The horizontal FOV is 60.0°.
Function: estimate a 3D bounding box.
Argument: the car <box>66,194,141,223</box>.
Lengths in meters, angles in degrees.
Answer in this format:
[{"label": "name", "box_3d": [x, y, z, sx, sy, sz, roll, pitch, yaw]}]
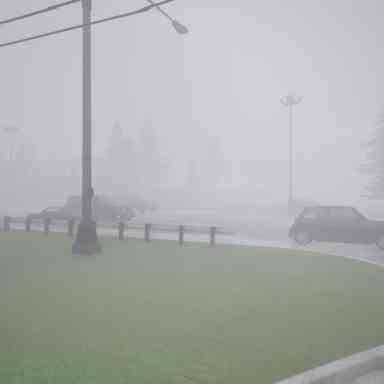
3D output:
[{"label": "car", "box_3d": [-6.862, 1.221, 24.371, 5.566, 2.045, 2.150, 0, 0, 26]}]

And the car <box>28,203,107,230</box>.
[{"label": "car", "box_3d": [-8.005, 1.600, 21.038, 4.718, 1.301, 1.895, 0, 0, 26]}]

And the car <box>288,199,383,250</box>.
[{"label": "car", "box_3d": [6.509, 1.347, 14.055, 4.553, 1.767, 2.097, 0, 0, 25]}]

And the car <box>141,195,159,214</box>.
[{"label": "car", "box_3d": [-6.322, 1.219, 35.764, 5.566, 2.045, 2.150, 0, 0, 26]}]
